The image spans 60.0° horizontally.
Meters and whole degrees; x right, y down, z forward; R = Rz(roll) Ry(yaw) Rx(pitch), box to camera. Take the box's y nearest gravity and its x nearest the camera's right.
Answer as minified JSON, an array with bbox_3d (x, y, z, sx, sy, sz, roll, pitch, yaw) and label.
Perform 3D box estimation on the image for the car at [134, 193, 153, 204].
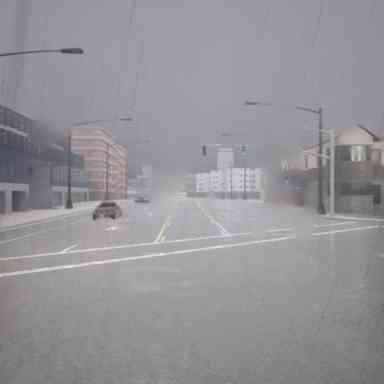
[{"bbox_3d":[-7.827,0.994,52.752,2.097,1.767,4.553,0,1,-2],"label":"car"}]

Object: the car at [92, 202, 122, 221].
[{"bbox_3d":[-7.144,1.599,28.450,1.812,1.442,4.674,0,0,-2],"label":"car"}]

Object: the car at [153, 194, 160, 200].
[{"bbox_3d":[-8.533,1.210,77.828,1.994,1.385,4.181,0,-1,-2],"label":"car"}]
